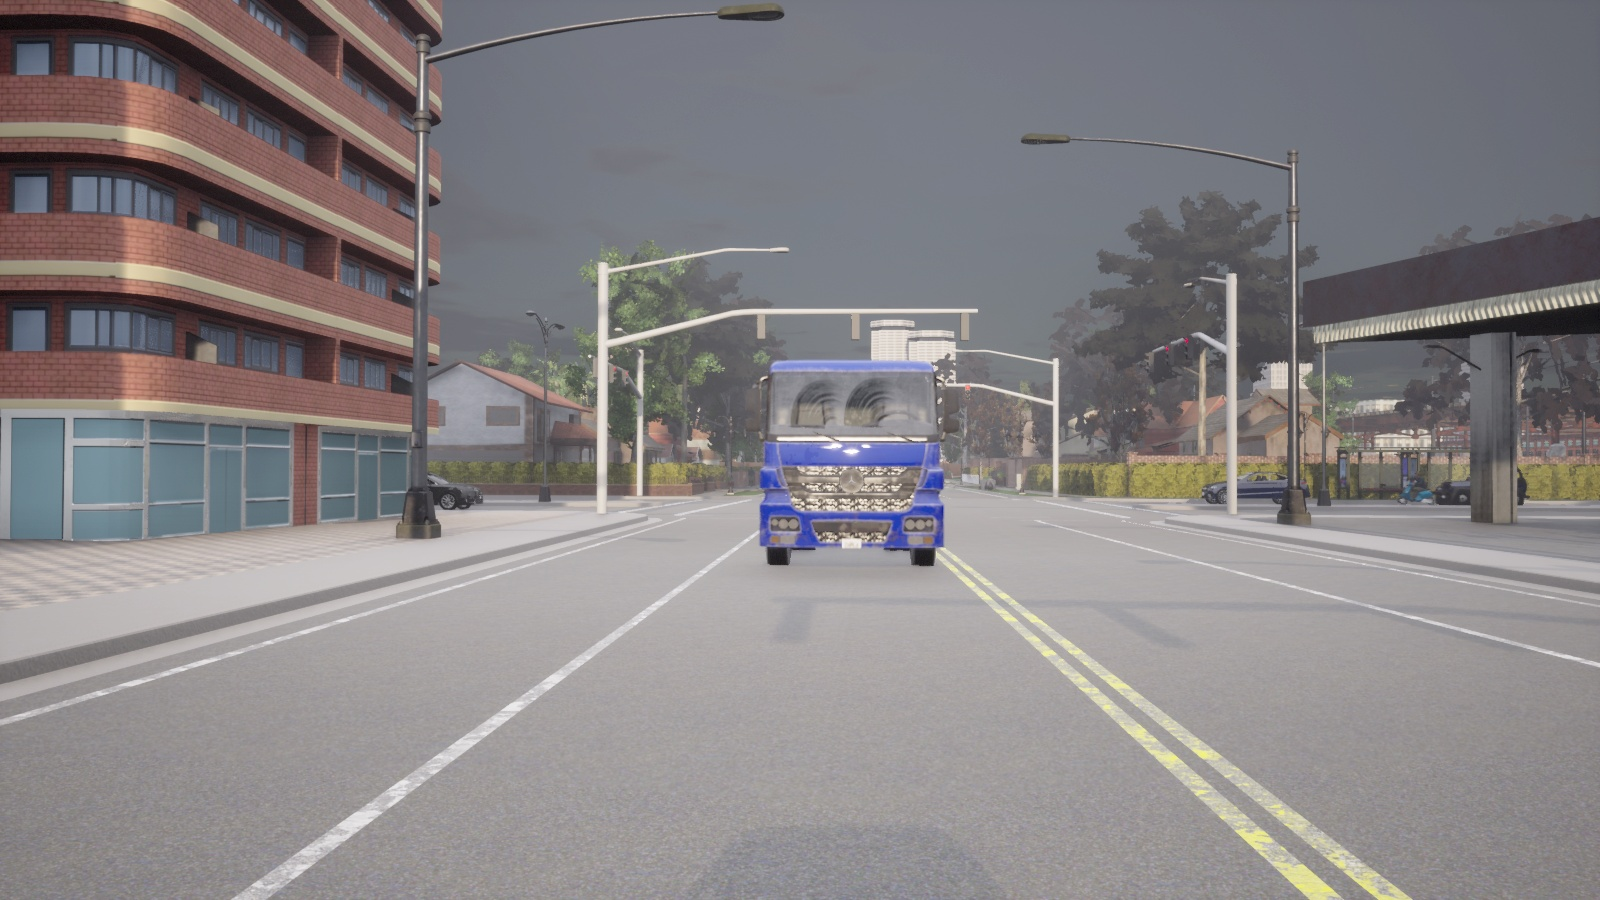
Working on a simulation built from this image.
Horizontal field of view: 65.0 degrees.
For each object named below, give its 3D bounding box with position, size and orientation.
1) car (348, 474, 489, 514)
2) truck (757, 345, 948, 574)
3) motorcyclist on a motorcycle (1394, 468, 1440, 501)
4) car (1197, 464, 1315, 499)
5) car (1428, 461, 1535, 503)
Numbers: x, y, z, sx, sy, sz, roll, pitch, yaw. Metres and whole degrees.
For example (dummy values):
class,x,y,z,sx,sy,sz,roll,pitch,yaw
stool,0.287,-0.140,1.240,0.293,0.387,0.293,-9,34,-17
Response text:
class,x,y,z,sx,sy,sz,roll,pitch,yaw
car,-14.744,1.694,48.673,4.892,1.490,1.837,0,-1,4
truck,0.926,0.214,23.012,2.891,3.462,7.936,0,-1,2
motorcyclist on a motorcycle,30.095,1.674,61.274,1.817,1.590,0.866,0,-1,3
car,22.362,1.537,61.686,5.027,1.651,2.152,0,-1,2
car,31.277,1.450,57.710,3.866,1.878,1.905,0,-1,3
